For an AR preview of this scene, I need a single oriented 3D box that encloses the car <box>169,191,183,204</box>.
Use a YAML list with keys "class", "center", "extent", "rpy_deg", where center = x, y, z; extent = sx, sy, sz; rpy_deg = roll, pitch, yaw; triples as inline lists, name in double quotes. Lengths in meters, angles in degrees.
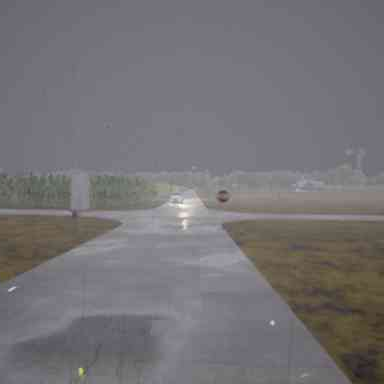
- class: "car"
  center: [-2.746, 0.993, 58.003]
  extent: [2.150, 2.045, 5.566]
  rpy_deg: [0, 3, 0]
